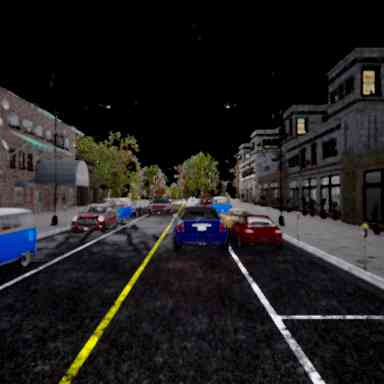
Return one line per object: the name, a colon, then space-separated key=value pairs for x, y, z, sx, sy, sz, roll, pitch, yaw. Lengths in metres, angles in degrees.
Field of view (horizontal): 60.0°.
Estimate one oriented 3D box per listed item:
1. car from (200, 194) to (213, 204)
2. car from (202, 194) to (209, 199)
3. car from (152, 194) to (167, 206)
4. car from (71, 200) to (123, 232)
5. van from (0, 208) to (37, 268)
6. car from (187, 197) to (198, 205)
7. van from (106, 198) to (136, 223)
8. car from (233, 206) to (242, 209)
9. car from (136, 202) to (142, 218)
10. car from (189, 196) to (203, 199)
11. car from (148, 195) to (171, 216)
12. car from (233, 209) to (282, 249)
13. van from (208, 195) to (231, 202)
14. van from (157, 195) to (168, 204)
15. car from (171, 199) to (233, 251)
car: x=2.709 y=1.379 z=64.216 sx=2.192 sy=1.841 sz=5.009 roll=1 pitch=0 yaw=0
car: x=2.695 y=1.498 z=53.130 sx=1.967 sy=1.590 sz=4.097 roll=1 pitch=0 yaw=0
car: x=-5.684 y=1.377 z=58.660 sx=2.192 sy=1.841 sz=5.009 roll=1 pitch=0 yaw=0
car: x=-5.682 y=1.466 z=19.858 sx=1.967 sy=1.590 sz=4.097 roll=1 pitch=0 yaw=0
van: x=-5.679 y=1.354 z=8.772 sx=1.690 sy=1.788 sz=3.998 roll=1 pitch=0 yaw=0
car: x=0.095 y=1.588 z=60.435 sx=1.812 sy=1.442 sz=4.674 roll=0 pitch=0 yaw=0
van: x=-5.681 y=1.374 z=25.401 sx=1.690 sy=1.788 sz=3.998 roll=1 pitch=0 yaw=0
car: x=2.698 y=1.551 z=20.041 sx=1.752 sy=1.417 sz=4.829 roll=1 pitch=0 yaw=0
car: x=-5.684 y=1.590 z=30.944 sx=2.008 sy=1.369 sz=4.403 roll=1 pitch=0 yaw=0
car: x=0.095 y=1.576 z=42.948 sx=1.812 sy=1.442 sz=4.674 roll=0 pitch=0 yaw=0
car: x=-3.094 y=1.393 z=33.200 sx=2.097 sy=1.767 sz=4.553 roll=0 pitch=0 yaw=0
car: x=2.698 y=1.601 z=14.328 sx=1.802 sy=1.307 sz=4.206 roll=1 pitch=0 yaw=0
van: x=2.699 y=1.379 z=30.959 sx=1.690 sy=1.788 sz=3.998 roll=1 pitch=0 yaw=0
van: x=-5.698 y=1.406 z=64.203 sx=1.690 sy=1.788 sz=3.998 roll=1 pitch=0 yaw=0
car: x=0.259 y=1.371 z=14.453 sx=2.097 sy=1.767 sz=4.553 roll=0 pitch=0 yaw=-3
